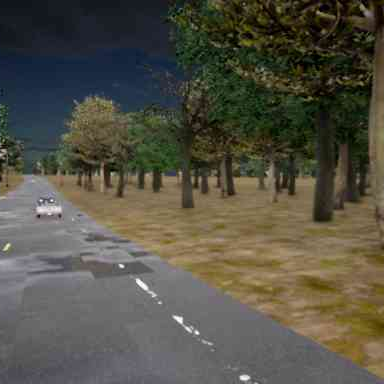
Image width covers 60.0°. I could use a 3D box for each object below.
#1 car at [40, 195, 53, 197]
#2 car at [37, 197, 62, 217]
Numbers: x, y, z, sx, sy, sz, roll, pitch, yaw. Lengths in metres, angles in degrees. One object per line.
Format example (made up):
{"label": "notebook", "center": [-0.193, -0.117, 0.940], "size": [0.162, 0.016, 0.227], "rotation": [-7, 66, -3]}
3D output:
{"label": "car", "center": [-18.429, 1.040, 42.098], "size": [1.895, 1.301, 4.718], "rotation": [0, 2, -24]}
{"label": "car", "center": [-12.446, 1.424, 28.905], "size": [1.895, 1.301, 4.718], "rotation": [0, 1, -24]}
